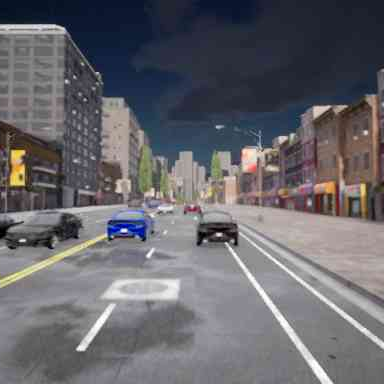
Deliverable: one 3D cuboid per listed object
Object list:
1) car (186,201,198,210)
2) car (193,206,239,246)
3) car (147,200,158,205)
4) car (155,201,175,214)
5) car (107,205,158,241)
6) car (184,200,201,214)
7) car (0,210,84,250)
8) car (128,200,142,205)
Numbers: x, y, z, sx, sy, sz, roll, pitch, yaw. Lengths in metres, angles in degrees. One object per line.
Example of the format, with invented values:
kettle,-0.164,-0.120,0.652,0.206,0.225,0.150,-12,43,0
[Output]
car,-0.013,2.171,54.619,1.994,1.385,4.181,0,-1,0
car,1.133,1.661,16.422,1.882,1.535,5.008,0,-1,0
car,-6.563,2.132,57.549,1.882,1.535,5.008,0,-1,1
car,-3.159,2.037,41.501,1.895,1.301,4.718,0,-1,0
car,-3.156,1.677,17.933,1.882,1.535,5.008,0,-1,0
car,0.046,1.788,41.585,2.097,1.767,4.553,0,-1,0
car,-6.603,1.650,15.472,1.882,1.535,5.008,0,-1,0
car,-9.811,2.158,57.560,1.837,1.490,4.892,0,-1,1
